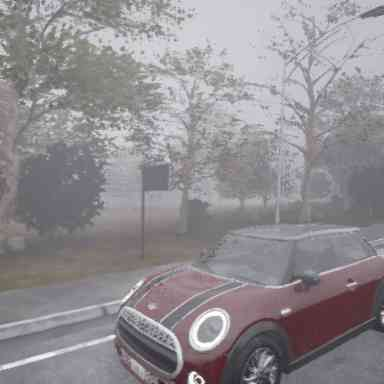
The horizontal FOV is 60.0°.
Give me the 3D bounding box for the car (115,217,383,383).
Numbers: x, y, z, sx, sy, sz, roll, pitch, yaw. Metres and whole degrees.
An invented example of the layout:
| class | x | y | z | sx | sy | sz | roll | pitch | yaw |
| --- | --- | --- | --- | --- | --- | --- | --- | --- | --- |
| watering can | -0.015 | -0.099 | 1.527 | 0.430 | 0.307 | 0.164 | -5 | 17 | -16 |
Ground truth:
| class | x | y | z | sx | sy | sz | roll | pitch | yaw |
| --- | --- | --- | --- | --- | --- | --- | --- | --- | --- |
| car | 1.175 | 1.340 | 5.049 | 4.553 | 1.767 | 2.097 | 0 | 0 | -38 |
